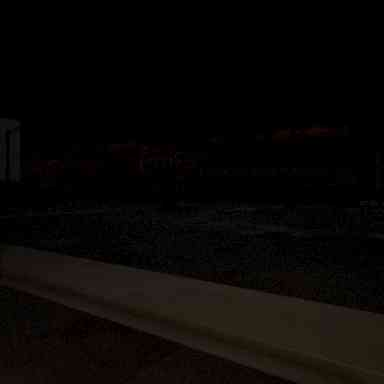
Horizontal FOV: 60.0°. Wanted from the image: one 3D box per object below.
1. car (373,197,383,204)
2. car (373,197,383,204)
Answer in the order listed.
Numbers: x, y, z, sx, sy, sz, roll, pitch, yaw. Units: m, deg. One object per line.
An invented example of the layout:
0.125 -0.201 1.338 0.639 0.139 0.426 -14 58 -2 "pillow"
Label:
37.525 1.734 65.324 2.038 1.542 4.974 1 1 6 "car"
37.532 1.576 65.374 1.853 1.218 4.536 1 1 6 "car"
